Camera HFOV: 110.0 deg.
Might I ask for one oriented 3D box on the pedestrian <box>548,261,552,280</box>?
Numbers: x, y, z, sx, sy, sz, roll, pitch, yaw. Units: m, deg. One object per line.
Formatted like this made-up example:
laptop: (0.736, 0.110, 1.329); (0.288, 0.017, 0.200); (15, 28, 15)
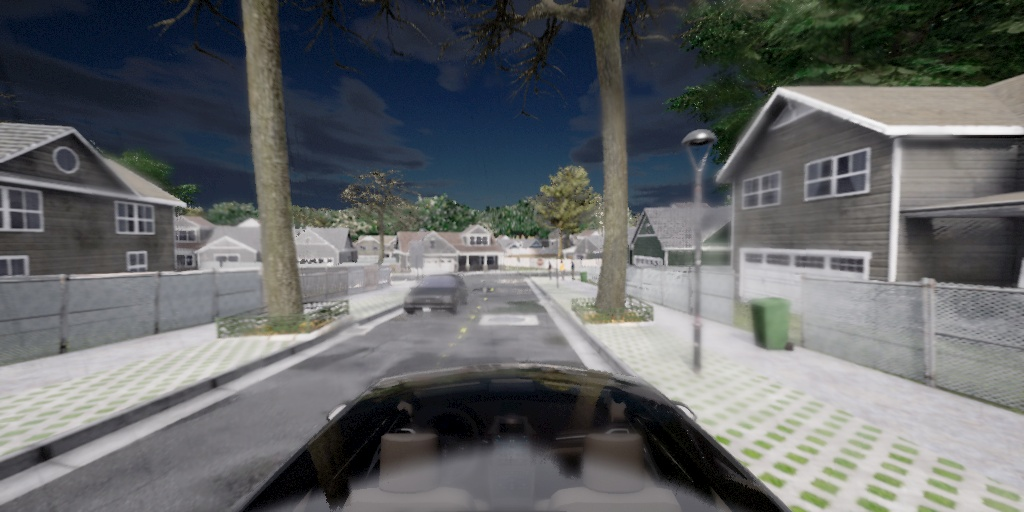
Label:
pedestrian: (3.513, 1.302, 33.275); (0.375, 1.860, 0.375); (-3, 2, 0)

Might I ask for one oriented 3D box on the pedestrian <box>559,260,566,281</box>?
pedestrian: (4.513, 1.286, 32.075); (0.375, 1.860, 0.375); (-3, 2, 0)

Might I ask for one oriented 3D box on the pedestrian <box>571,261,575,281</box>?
pedestrian: (5.513, 1.294, 32.674); (0.375, 1.860, 0.375); (-3, 2, 0)

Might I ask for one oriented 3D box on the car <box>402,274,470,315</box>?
car: (-2.847, 1.464, 14.711); (2.033, 1.411, 5.357); (0, -1, 0)
